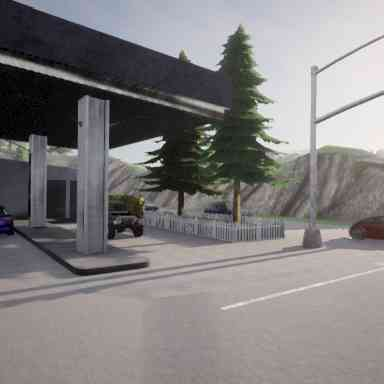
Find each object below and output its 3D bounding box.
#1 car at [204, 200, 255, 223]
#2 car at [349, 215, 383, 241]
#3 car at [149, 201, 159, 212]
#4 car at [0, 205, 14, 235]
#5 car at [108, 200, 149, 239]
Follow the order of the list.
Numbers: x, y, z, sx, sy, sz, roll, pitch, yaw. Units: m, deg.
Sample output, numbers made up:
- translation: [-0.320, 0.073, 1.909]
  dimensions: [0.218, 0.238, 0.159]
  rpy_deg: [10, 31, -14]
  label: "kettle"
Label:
- translation: [2.965, 1.588, 27.133]
  dimensions: [2.097, 1.767, 4.553]
  rpy_deg: [1, 0, -35]
  label: "car"
- translation: [10.170, 1.847, 16.696]
  dimensions: [1.994, 1.385, 4.181]
  rpy_deg: [1, -2, -35]
  label: "car"
- translation: [-5.922, 1.679, 40.005]
  dimensions: [2.033, 1.411, 5.357]
  rpy_deg: [1, 0, -35]
  label: "car"
- translation: [-11.400, 1.524, 18.656]
  dimensions: [2.242, 1.667, 4.611]
  rpy_deg: [1, 0, -35]
  label: "car"
- translation: [-4.272, 1.448, 18.380]
  dimensions: [1.905, 1.878, 3.866]
  rpy_deg: [1, 0, -35]
  label: "car"
